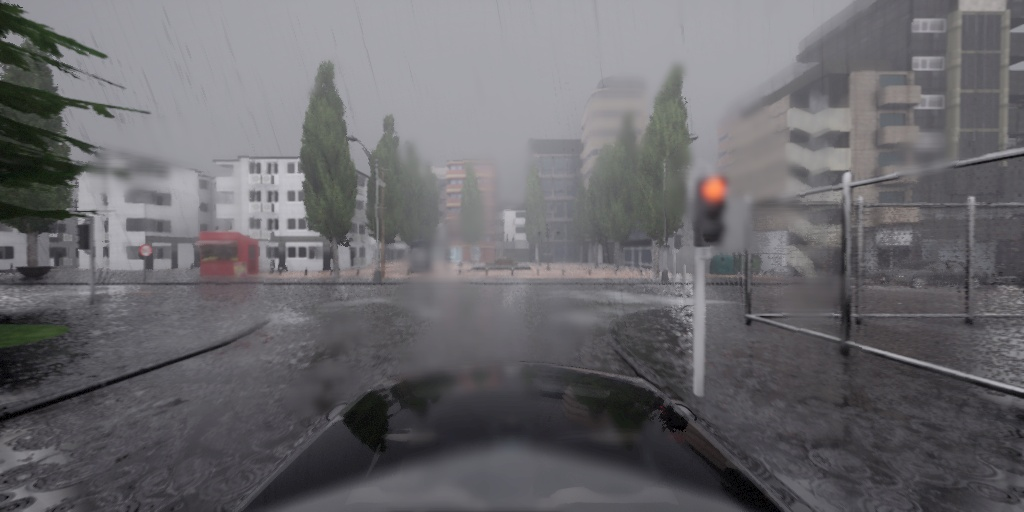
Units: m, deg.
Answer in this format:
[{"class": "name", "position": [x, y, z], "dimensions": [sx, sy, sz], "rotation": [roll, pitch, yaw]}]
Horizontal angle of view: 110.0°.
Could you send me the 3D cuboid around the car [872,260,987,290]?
[{"class": "car", "position": [22.416, 0.981, 19.361], "dimensions": [4.892, 1.490, 1.837], "rotation": [0, 1, 0]}]
